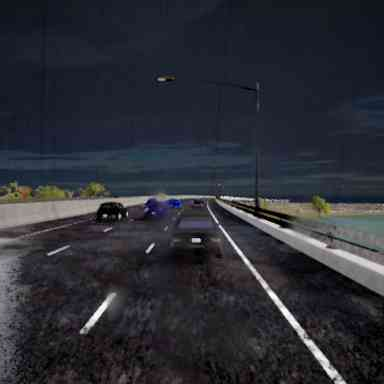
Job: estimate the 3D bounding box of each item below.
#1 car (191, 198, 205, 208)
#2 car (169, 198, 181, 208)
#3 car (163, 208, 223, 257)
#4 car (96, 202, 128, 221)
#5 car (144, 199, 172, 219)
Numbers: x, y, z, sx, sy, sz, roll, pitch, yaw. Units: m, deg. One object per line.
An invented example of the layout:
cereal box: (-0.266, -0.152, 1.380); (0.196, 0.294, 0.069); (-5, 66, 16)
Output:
car: (0.915, 1.644, 52.449); (2.128, 1.511, 4.902); (0, 0, 2)
car: (-2.707, 1.612, 48.219); (1.882, 1.535, 5.008); (0, 0, 2)
car: (0.152, 1.577, 13.016); (2.033, 1.411, 5.357); (0, 0, 0)
car: (-6.660, 1.572, 28.026); (1.837, 1.490, 4.892); (0, 0, 1)
car: (-3.133, 1.598, 29.863); (1.812, 1.442, 4.674); (0, 0, 1)
